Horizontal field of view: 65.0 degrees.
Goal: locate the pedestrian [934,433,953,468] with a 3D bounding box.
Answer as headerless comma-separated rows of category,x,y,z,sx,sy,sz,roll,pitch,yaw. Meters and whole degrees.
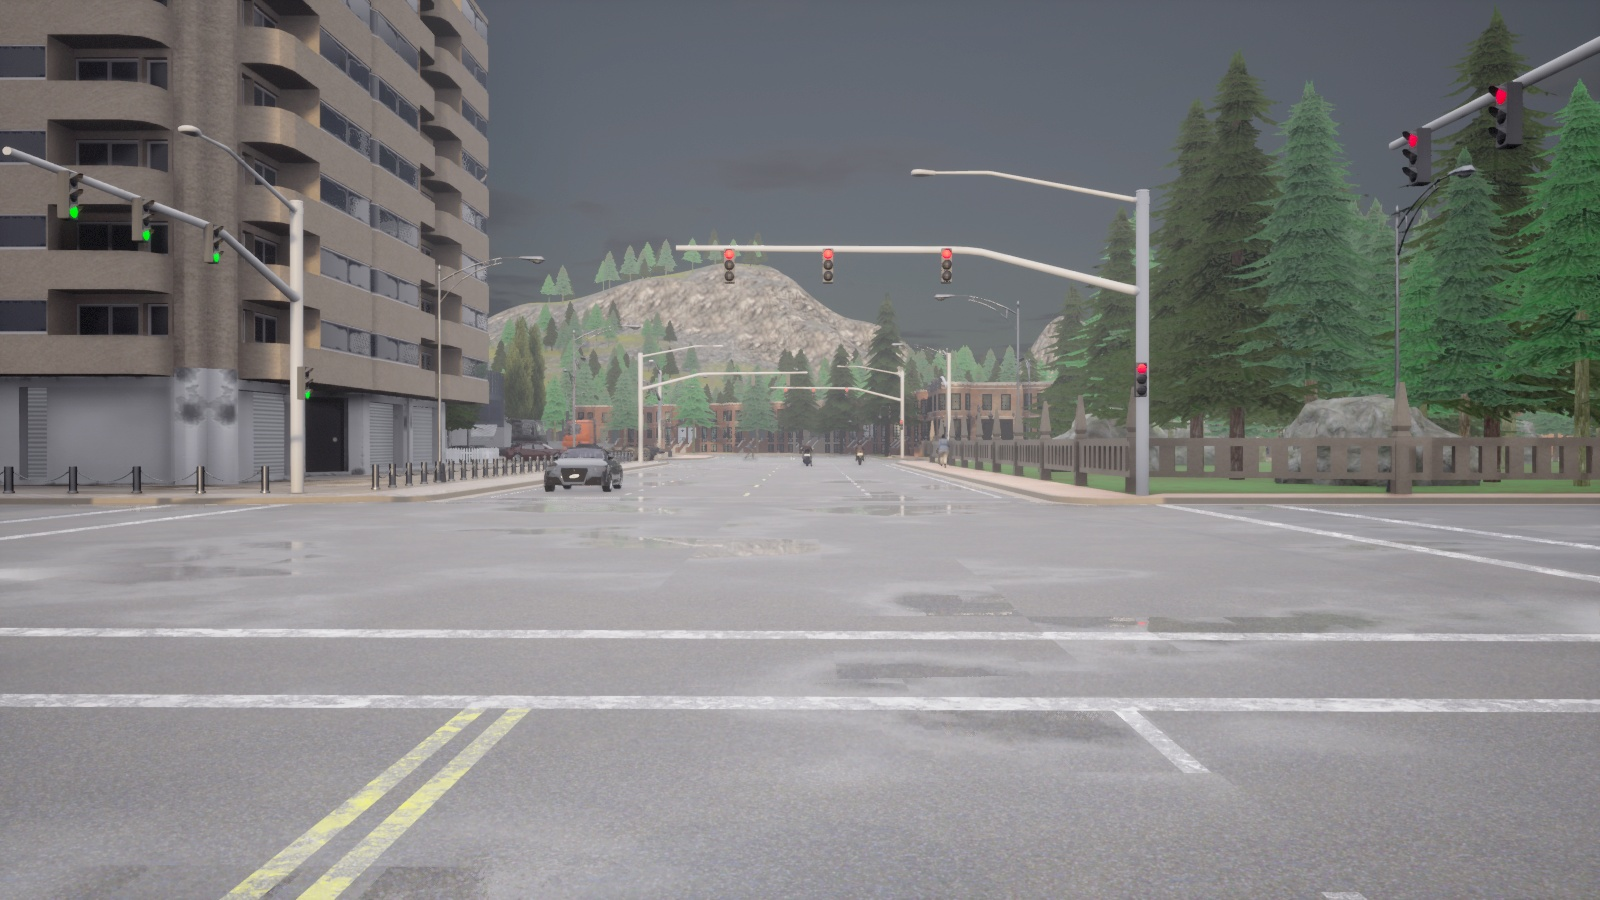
pedestrian,7.643,0.033,67.013,0.874,1.855,0.900,0,0,-2

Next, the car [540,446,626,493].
car,-6.774,0.582,39.592,1.994,1.385,4.181,0,0,0

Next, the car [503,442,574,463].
car,-19.808,0.170,95.341,5.008,1.535,1.882,0,0,0
